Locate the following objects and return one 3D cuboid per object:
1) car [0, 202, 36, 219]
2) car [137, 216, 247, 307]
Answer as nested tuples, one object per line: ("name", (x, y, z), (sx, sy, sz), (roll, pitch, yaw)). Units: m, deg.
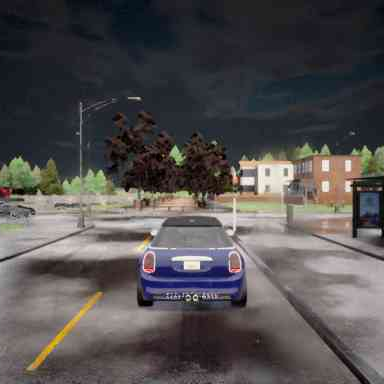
("car", (-15.602, 1.564, 28.335), (4.181, 1.385, 1.994), (0, 0, 0))
("car", (0.008, 1.352, 8.161), (2.097, 1.767, 4.553), (0, 0, 0))
